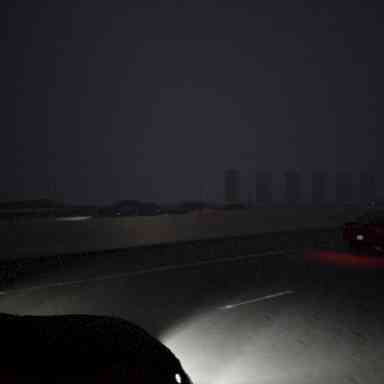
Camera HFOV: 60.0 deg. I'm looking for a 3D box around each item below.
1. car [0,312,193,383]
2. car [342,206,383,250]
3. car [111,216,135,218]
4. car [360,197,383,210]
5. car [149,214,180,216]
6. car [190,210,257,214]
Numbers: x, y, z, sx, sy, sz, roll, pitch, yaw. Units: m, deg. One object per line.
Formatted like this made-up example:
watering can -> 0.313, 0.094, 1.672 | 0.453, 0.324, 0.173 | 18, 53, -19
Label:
car -> -1.982, 1.560, 2.239 | 4.181, 1.385, 1.994 | 0, 0, -36
car -> 7.975, 1.423, 12.863 | 5.008, 1.535, 1.882 | 0, 0, -31
car -> -3.891, 1.488, 26.344 | 4.181, 1.385, 1.994 | 0, 0, -31
car -> 22.679, 1.361, 39.990 | 4.674, 1.442, 1.812 | 0, 0, -22
car -> -0.418, 1.429, 24.374 | 4.892, 1.490, 1.837 | 0, 0, -31
car -> 2.026, 1.406, 21.765 | 5.008, 1.535, 1.882 | 0, 0, -30
